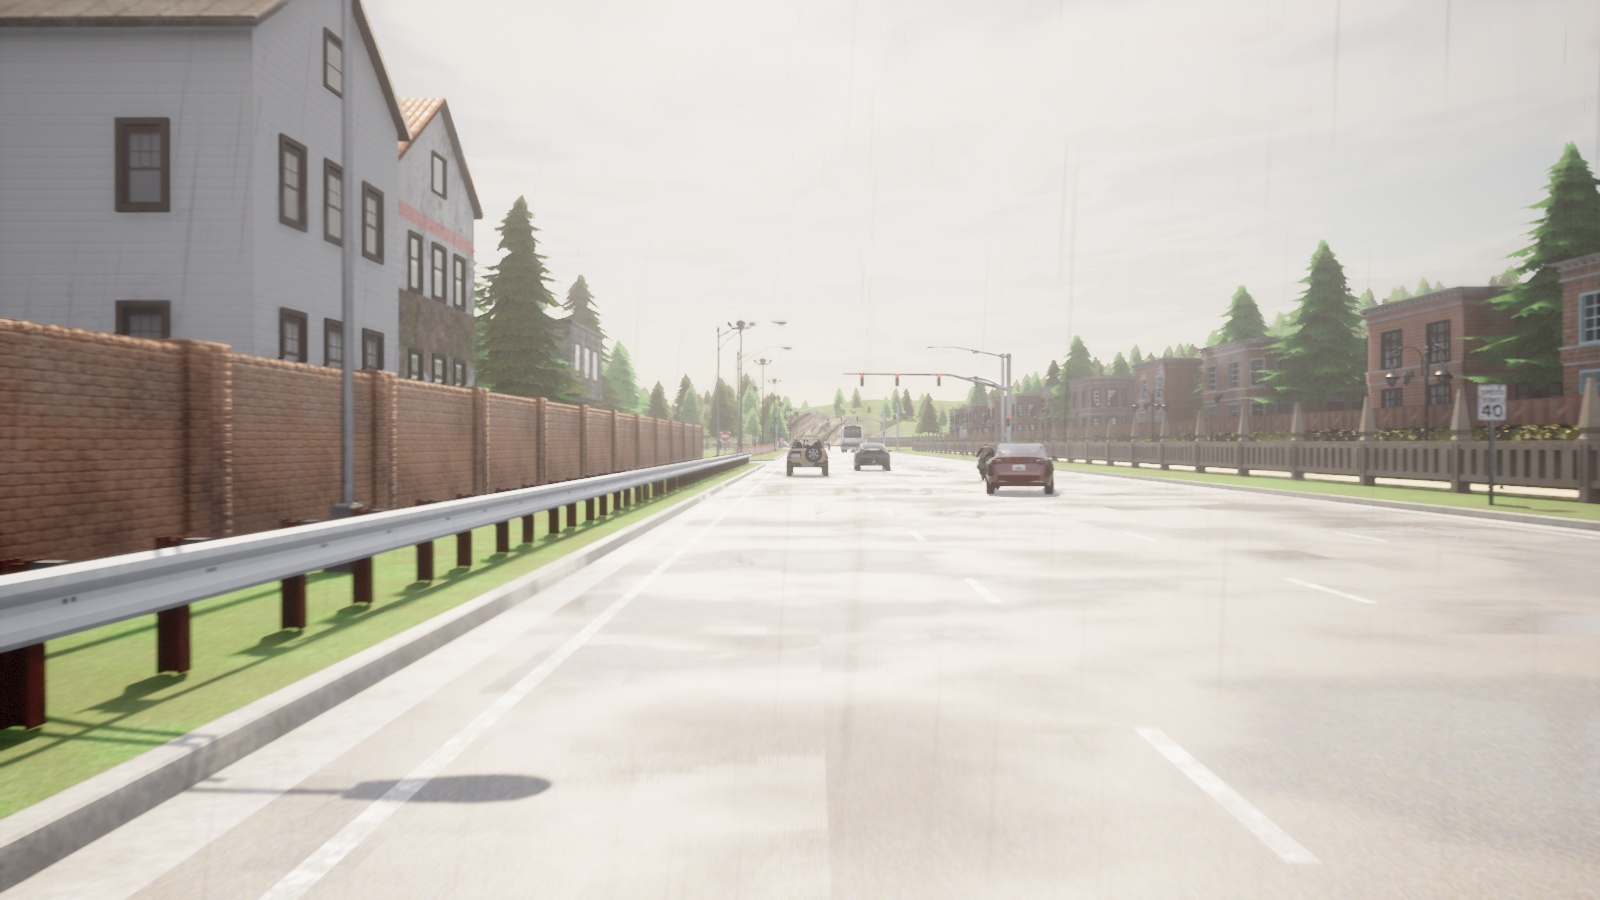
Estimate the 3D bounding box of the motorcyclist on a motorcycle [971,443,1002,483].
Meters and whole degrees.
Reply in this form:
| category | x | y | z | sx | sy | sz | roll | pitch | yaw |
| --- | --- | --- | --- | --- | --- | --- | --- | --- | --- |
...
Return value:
| category | x | y | z | sx | sy | sz | roll | pitch | yaw |
| --- | --- | --- | --- | --- | --- | --- | --- | --- | --- |
| motorcyclist on a motorcycle | 7.295 | 0.511 | 49.228 | 0.866 | 1.530 | 2.191 | 0 | 0 | 0 |

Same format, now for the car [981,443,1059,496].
| category | x | y | z | sx | sy | sz | roll | pitch | yaw |
| --- | --- | --- | --- | --- | --- | --- | --- | --- | --- |
| car | 6.693 | 0.539 | 37.862 | 2.163 | 1.488 | 4.792 | 0 | 0 | 11 |

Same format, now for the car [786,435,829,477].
| category | x | y | z | sx | sy | sz | roll | pitch | yaw |
| --- | --- | --- | --- | --- | --- | --- | --- | --- | --- |
| car | 0.345 | 0.238 | 58.044 | 1.932 | 1.855 | 4.605 | 0 | 0 | 0 |

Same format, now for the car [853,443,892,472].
| category | x | y | z | sx | sy | sz | roll | pitch | yaw |
| --- | --- | --- | --- | --- | --- | --- | --- | --- | --- |
| car | 3.903 | 0.371 | 68.306 | 1.837 | 1.490 | 4.892 | 0 | 0 | 0 |
